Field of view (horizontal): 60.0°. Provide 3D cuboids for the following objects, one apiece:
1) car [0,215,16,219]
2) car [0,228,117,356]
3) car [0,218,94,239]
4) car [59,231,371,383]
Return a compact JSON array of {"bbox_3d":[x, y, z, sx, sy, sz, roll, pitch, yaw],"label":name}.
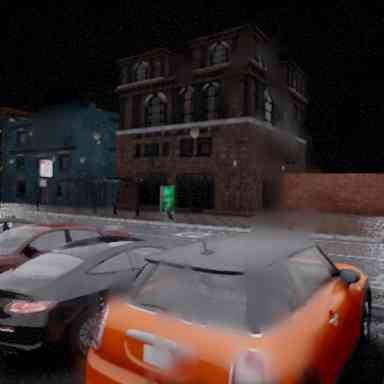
[{"bbox_3d":[-5.837,1.472,9.317,2.097,1.535,5.008,0,0,36],"label":"car"},{"bbox_3d":[-1.300,1.531,6.071,2.002,1.452,4.674,0,0,36],"label":"car"},{"bbox_3d":[-3.566,1.486,7.698,2.097,1.535,5.008,0,0,35],"label":"car"},{"bbox_3d":[0.952,1.362,4.429,2.185,1.767,4.553,0,0,36],"label":"car"}]
